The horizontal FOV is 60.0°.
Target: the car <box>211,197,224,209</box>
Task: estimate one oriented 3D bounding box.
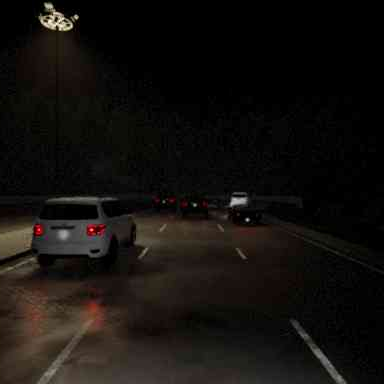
[{"bbox_3d":[2.850,1.339,41.568,2.128,1.511,4.902,0,0,15],"label":"car"}]

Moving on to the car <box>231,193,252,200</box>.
[{"bbox_3d":[5.965,1.077,39.908,2.150,2.045,5.566,0,0,15],"label":"car"}]

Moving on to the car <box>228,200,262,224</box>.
[{"bbox_3d":[3.647,1.513,23.892,1.895,1.301,4.718,0,0,1],"label":"car"}]

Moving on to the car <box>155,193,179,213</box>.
[{"bbox_3d":[-2.263,1.089,36.119,2.150,2.045,5.566,0,0,12],"label":"car"}]

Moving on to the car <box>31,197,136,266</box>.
[{"bbox_3d":[-3.404,1.179,11.499,2.150,2.045,5.566,0,0,0],"label":"car"}]

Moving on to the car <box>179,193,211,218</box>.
[{"bbox_3d":[0.360,1.119,28.966,2.150,2.045,5.566,0,1,3],"label":"car"}]
